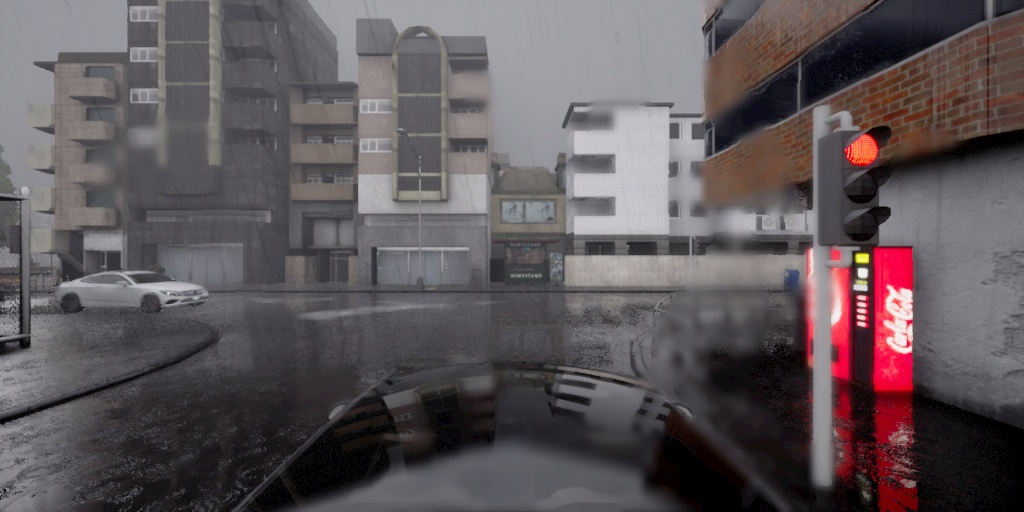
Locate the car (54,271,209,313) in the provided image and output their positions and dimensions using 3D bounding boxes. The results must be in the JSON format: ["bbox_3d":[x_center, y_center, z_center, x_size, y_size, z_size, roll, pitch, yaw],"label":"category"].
[{"bbox_3d":[-14.038,1.275,13.332,4.674,1.442,1.812,0,0,1],"label":"car"}]

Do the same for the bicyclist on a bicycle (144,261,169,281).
[{"bbox_3d":[-21.609,1.097,21.745,0.582,1.620,1.656,0,0,0],"label":"bicyclist on a bicycle"}]
